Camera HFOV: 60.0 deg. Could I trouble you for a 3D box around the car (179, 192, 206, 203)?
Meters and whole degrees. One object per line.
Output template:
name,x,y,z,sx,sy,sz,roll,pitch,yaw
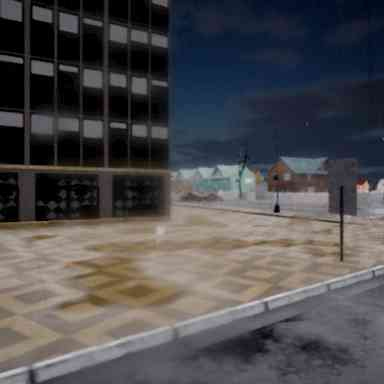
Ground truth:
car,-0.231,0.856,49.545,1.837,1.490,4.892,0,1,-28

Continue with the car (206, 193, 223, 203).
car,2.946,0.885,50.485,1.812,1.442,4.674,0,1,-28
